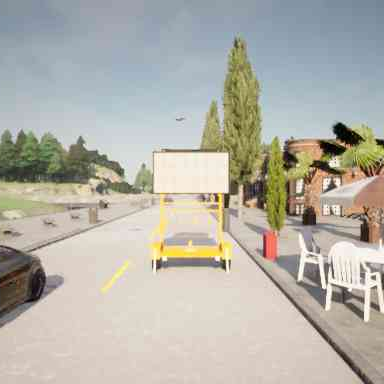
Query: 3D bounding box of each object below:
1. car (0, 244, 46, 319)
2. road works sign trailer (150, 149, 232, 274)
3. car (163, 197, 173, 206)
[{"bbox_3d":[-4.113,1.562,5.440,1.994,1.385,4.181,0,0,0],"label":"car"},{"bbox_3d":[-0.026,0.462,10.507,2.380,3.560,2.880,0,0,0],"label":"road works sign trailer"},{"bbox_3d":[-4.138,1.533,56.013,2.033,1.411,5.357,0,0,0],"label":"car"}]
